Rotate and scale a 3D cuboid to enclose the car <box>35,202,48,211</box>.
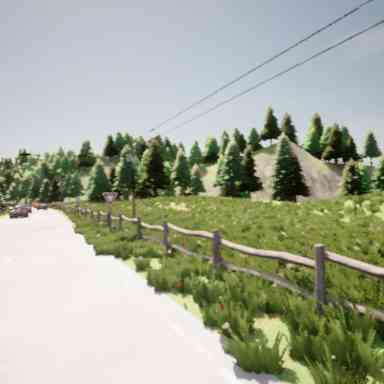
[{"bbox_3d":[-32.622,3.291,72.572,1.837,1.490,4.892,-1,-1,-28],"label":"car"}]

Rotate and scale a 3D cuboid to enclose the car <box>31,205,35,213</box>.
[{"bbox_3d":[-29.480,2.903,58.853,2.097,1.767,4.553,-1,-1,-24],"label":"car"}]

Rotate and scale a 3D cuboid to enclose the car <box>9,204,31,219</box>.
[{"bbox_3d":[-23.119,2.551,44.540,2.097,1.767,4.553,-1,-1,-24],"label":"car"}]

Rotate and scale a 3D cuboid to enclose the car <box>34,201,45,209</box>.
[{"bbox_3d":[-37.383,3.230,81.428,2.097,1.767,4.553,-1,-1,-30],"label":"car"}]

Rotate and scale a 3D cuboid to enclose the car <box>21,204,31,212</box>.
[{"bbox_3d":[-35.781,3.357,71.711,1.882,1.535,5.008,-1,-1,-27],"label":"car"}]
